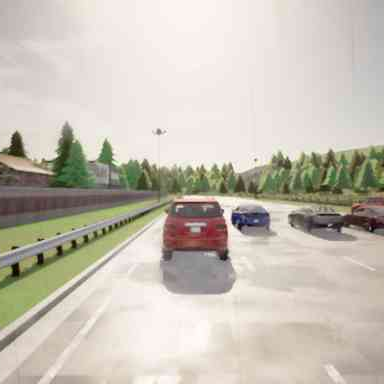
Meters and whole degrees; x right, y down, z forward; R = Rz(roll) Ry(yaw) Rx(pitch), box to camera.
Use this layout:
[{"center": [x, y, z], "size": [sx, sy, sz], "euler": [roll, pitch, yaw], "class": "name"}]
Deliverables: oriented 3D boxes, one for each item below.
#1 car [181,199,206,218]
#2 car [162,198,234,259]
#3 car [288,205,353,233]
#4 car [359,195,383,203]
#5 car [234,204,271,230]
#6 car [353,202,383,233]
[{"center": [0.124, 1.503, 30.797], "size": [2.128, 1.511, 4.902], "euler": [0, 0, 0], "class": "car"}, {"center": [0.111, 1.227, 12.676], "size": [2.150, 2.045, 5.566], "euler": [0, 0, 0], "class": "car"}, {"center": [7.116, 1.499, 19.562], "size": [2.128, 1.511, 4.902], "euler": [0, 0, 0], "class": "car"}, {"center": [14.121, 1.230, 24.975], "size": [2.150, 2.045, 5.566], "euler": [0, 0, 0], "class": "car"}, {"center": [3.617, 1.486, 21.163], "size": [1.882, 1.535, 5.008], "euler": [0, 0, 0], "class": "car"}, {"center": [10.603, 1.533, 19.615], "size": [1.812, 1.442, 4.674], "euler": [0, 0, 0], "class": "car"}]
